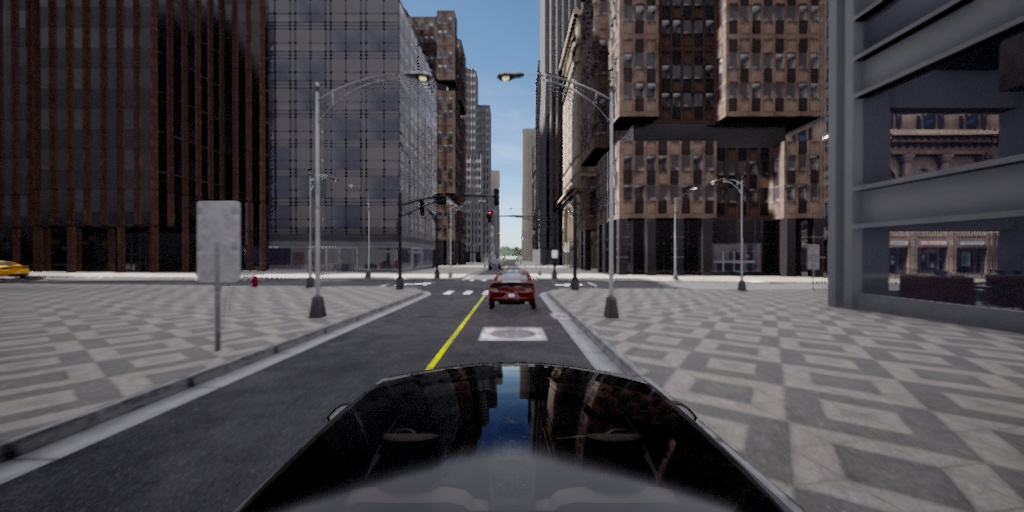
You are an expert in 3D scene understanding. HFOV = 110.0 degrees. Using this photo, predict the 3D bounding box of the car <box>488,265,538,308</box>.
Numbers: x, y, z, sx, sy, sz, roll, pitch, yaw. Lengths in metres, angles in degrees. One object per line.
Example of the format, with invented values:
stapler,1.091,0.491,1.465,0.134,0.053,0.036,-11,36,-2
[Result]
car,0.111,1.360,16.036,1.882,1.535,5.008,0,0,3

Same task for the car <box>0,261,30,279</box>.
car,-42.400,1.119,29.041,5.008,1.535,1.882,1,0,0

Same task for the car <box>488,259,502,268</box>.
car,-3.038,1.525,63.881,2.150,2.045,5.566,0,0,1
